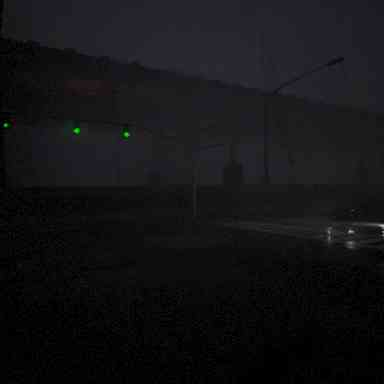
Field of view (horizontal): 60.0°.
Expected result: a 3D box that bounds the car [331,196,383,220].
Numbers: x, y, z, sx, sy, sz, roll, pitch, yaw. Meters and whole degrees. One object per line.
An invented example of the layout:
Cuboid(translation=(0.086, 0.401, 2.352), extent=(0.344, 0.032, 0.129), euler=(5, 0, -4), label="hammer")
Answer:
Cuboid(translation=(11.914, 1.057, 23.402), extent=(5.008, 1.535, 1.882), euler=(-1, 1, -31), label="car")
